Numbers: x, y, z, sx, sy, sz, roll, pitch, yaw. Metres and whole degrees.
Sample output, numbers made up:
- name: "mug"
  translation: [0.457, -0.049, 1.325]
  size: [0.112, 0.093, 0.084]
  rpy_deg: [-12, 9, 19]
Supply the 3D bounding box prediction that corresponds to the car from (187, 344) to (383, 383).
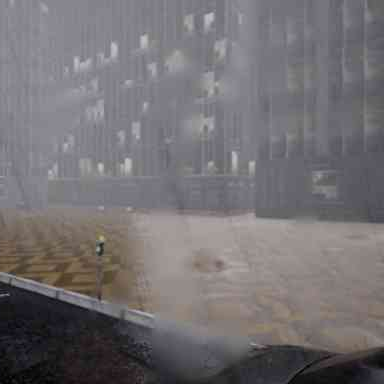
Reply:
- name: "car"
  translation: [1.715, 1.563, 1.642]
  size: [4.313, 1.339, 1.947]
  rpy_deg: [0, 0, 36]
